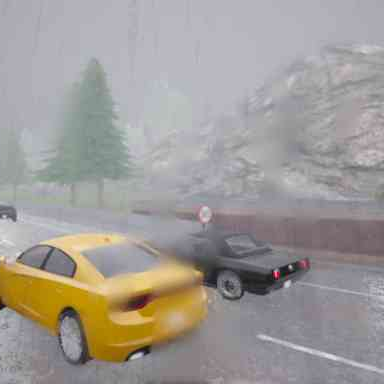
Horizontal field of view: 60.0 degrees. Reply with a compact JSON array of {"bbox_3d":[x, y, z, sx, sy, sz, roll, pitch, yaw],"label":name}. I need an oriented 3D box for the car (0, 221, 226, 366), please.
[{"bbox_3d":[-2.008,1.508,6.000,5.008,1.535,1.882,0,0,43],"label":"car"}]

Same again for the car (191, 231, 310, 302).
[{"bbox_3d":[0.371,1.654,8.509,4.718,1.301,1.895,0,0,42],"label":"car"}]

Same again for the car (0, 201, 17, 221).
[{"bbox_3d":[-14.445,1.405,24.628,1.837,1.490,4.892,0,0,-42],"label":"car"}]
